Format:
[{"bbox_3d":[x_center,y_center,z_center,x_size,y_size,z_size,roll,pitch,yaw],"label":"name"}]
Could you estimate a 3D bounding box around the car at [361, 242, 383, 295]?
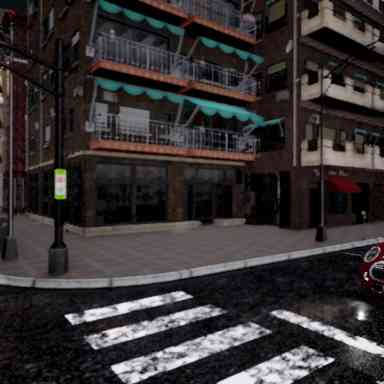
[{"bbox_3d":[5.838,1.335,7.539,4.553,1.767,2.097,0,0,-35],"label":"car"}]
